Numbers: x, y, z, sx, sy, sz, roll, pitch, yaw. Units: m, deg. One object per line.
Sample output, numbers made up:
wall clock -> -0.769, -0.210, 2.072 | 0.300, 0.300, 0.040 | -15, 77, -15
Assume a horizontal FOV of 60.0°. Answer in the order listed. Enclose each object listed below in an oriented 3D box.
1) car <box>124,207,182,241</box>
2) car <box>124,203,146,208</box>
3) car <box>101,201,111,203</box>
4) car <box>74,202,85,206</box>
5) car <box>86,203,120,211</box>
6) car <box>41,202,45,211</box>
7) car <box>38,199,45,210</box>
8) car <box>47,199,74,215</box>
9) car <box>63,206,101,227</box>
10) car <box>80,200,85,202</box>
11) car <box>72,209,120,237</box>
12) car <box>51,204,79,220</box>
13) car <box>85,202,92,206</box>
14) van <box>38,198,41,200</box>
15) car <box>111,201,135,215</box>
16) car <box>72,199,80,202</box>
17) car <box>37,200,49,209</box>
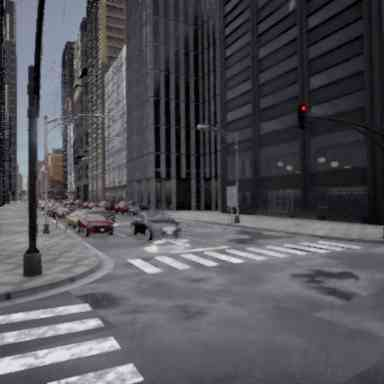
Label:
car -> -2.219, 1.901, 19.690 | 2.128, 1.511, 4.902 | 0, -1, -26
car -> -6.459, 2.312, 40.498 | 1.947, 1.339, 4.313 | 0, -1, -27
car -> -14.188, 2.336, 55.500 | 2.192, 1.841, 5.009 | 0, -1, -27
car -> -17.992, 2.570, 50.489 | 1.994, 1.385, 4.181 | 0, -1, -27
car -> -8.805, 2.164, 32.451 | 1.837, 1.490, 4.892 | 0, -1, -27
car -> -21.767, 2.596, 51.593 | 2.008, 1.369, 4.403 | 0, -1, -27
car -> -26.920, 2.661, 61.593 | 1.967, 1.590, 4.097 | 0, -1, -27
car -> -16.615, 2.179, 41.598 | 2.192, 1.841, 5.009 | 0, -1, -27
car -> -8.808, 2.101, 26.445 | 1.752, 1.417, 4.829 | 0, -1, -27
car -> -21.916, 2.827, 70.494 | 1.887, 1.381, 4.507 | 0, -1, -27
car -> -6.308, 2.025, 21.596 | 1.887, 1.381, 4.507 | 0, -1, -27
car -> -14.038, 2.315, 36.594 | 1.887, 1.381, 4.507 | 0, -1, -27
car -> -19.340, 2.778, 65.494 | 1.802, 1.307, 4.206 | 0, -1, -27
van -> -29.496, 2.648, 66.594 | 1.690, 1.788, 3.998 | 0, -1, -27
car -> -9.036, 2.154, 45.502 | 2.192, 1.841, 5.009 | 0, -1, -27
car -> -27.069, 2.770, 80.496 | 2.192, 1.841, 5.009 | 0, -1, -27
car -> -32.073, 2.709, 71.594 | 2.192, 1.841, 5.009 | 0, -1, -27
